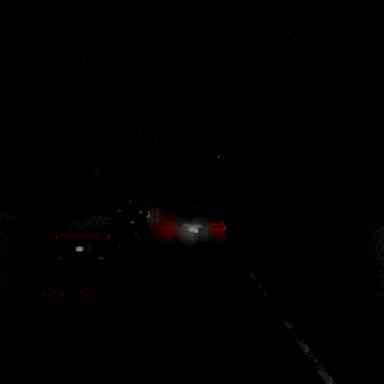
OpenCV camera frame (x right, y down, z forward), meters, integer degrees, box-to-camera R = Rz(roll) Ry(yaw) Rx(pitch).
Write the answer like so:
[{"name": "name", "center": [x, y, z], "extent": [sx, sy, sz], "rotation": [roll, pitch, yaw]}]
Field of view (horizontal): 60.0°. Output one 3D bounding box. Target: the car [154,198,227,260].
[{"name": "car", "center": [0.059, 1.210, 12.471], "extent": [2.150, 2.045, 5.566], "rotation": [0, 0, 0]}]

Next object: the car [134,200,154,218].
[{"name": "car", "center": [-3.195, 1.569, 27.206], "extent": [1.895, 1.301, 4.718], "rotation": [0, 0, 0]}]

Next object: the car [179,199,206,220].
[{"name": "car", "center": [0.064, 1.459, 28.714], "extent": [2.128, 1.511, 4.902], "rotation": [0, 0, 0]}]

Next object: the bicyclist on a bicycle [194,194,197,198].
[{"name": "bicyclist on a bicycle", "center": [0.866, 1.301, 80.941], "extent": [0.866, 1.612, 1.509], "rotation": [0, 0, 0]}]

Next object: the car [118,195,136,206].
[{"name": "car", "center": [-9.842, 1.287, 50.817], "extent": [2.097, 1.767, 4.553], "rotation": [0, 0, 0]}]

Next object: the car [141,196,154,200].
[{"name": "car", "center": [-6.596, 1.426, 50.304], "extent": [2.128, 1.511, 4.902], "rotation": [0, 0, 0]}]

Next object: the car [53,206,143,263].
[{"name": "car", "center": [-3.191, 1.465, 11.922], "extent": [1.882, 1.535, 5.008], "rotation": [0, 0, 0]}]
